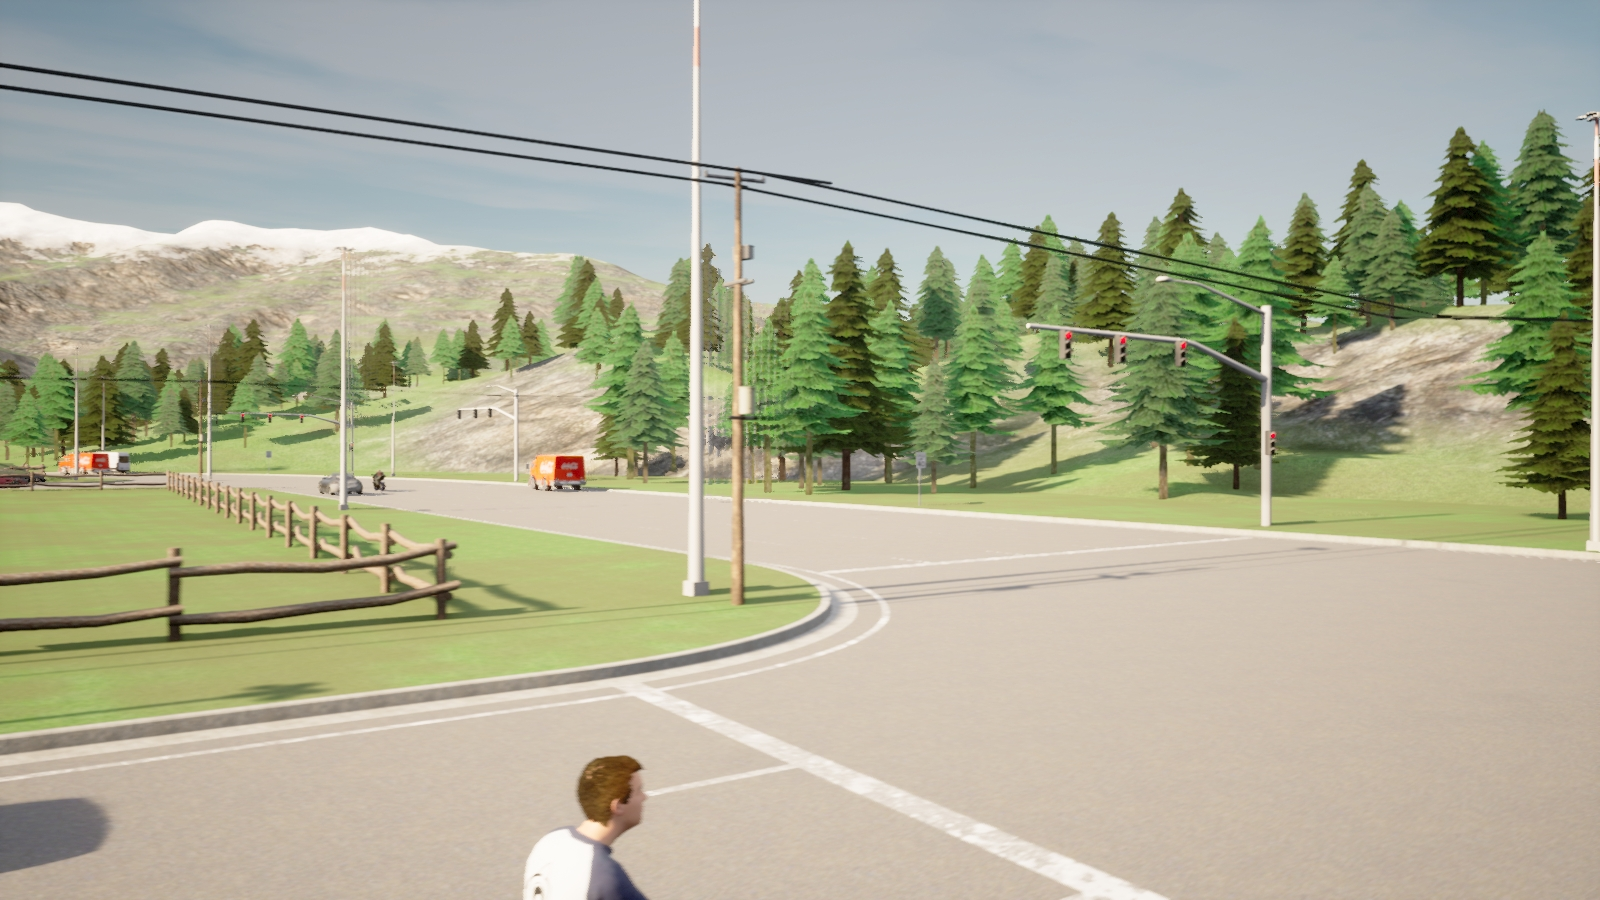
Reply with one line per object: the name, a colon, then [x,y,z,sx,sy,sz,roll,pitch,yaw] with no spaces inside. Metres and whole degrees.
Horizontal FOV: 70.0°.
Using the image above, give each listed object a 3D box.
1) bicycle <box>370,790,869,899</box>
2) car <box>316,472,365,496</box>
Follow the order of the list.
bicycle: [-0.540,2.058,3.811,1.643,1.496,0.373,1,0,-34]
car: [-29.159,2.131,72.424,1.994,1.385,4.181,0,0,-35]
